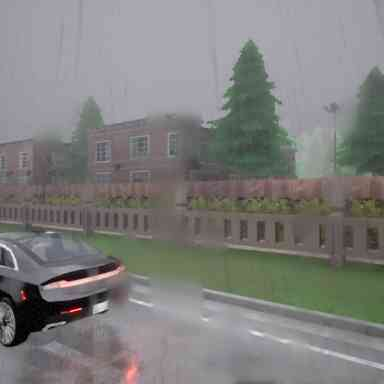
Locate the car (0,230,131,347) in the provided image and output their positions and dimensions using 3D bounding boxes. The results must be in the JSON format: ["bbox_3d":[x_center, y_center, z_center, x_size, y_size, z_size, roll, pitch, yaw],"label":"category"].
[{"bbox_3d":[-3.318,1.492,6.340,4.902,1.511,2.128,0,0,36],"label":"car"}]
